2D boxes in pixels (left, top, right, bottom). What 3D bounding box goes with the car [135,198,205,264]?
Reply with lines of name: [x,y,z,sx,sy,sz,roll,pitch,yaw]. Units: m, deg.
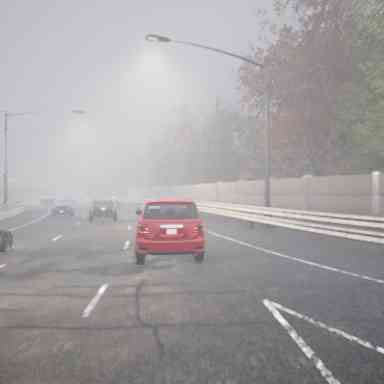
car: [-0.877,1.224,12.132,2.150,2.045,5.566,0,0,-6]

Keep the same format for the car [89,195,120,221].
car: [-7.326,1.376,27.437,2.097,1.767,4.553,0,0,-15]

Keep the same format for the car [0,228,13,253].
car: [-7.747,1.590,11.120,1.994,1.385,4.181,0,0,-6]

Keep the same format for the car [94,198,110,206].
car: [-15.511,1.651,56.944,1.895,1.301,4.718,0,0,-25]

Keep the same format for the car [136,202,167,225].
car: [-3.159,1.535,25.285,1.812,1.442,4.674,0,0,-13]

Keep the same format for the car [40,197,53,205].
car: [-25.920,1.566,59.681,1.882,1.535,5.008,0,0,-37]

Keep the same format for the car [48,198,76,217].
car: [-12.211,1.566,31.649,1.812,1.442,4.674,0,0,-17]
